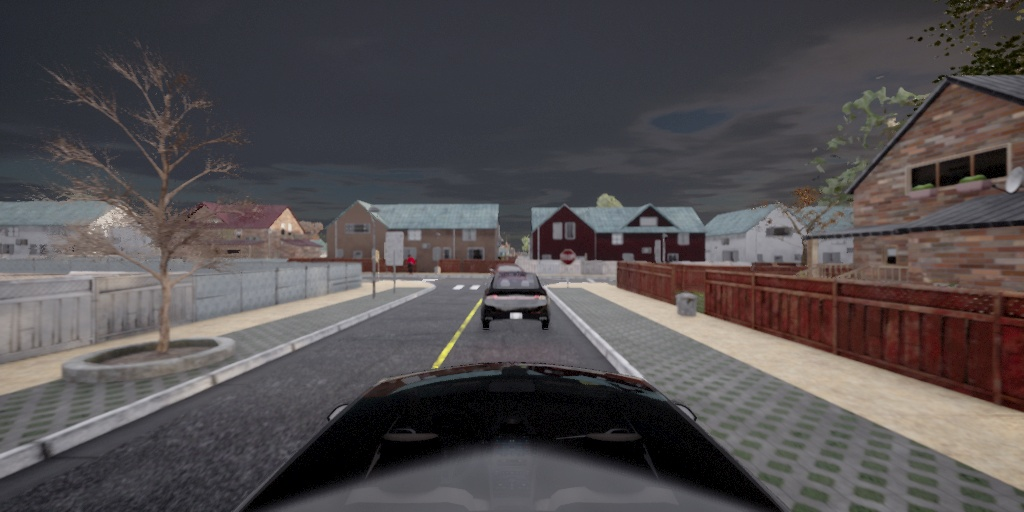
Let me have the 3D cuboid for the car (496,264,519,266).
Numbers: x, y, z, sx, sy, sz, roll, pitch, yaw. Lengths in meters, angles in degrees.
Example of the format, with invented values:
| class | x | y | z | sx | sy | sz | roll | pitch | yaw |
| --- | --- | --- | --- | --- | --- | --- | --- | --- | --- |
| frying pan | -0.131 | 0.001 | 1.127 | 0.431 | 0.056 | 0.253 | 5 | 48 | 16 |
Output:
| class | x | y | z | sx | sy | sz | roll | pitch | yaw |
| --- | --- | --- | --- | --- | --- | --- | --- | --- | --- |
| car | -0.320 | 1.200 | 21.997 | 1.882 | 1.535 | 5.008 | 0 | 0 | -6 |

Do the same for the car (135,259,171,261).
| class | x | y | z | sx | sy | sz | roll | pitch | yaw |
| --- | --- | --- | --- | --- | --- | --- | --- | --- | --- |
| car | -27.432 | 0.958 | 27.747 | 4.892 | 1.490 | 1.837 | 1 | 0 | 1 |

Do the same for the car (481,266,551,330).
| class | x | y | z | sx | sy | sz | roll | pitch | yaw |
| --- | --- | --- | --- | --- | --- | --- | --- | --- | --- |
| car | 0.100 | 1.230 | 11.108 | 2.128 | 1.511 | 4.902 | 0 | 0 | 0 |

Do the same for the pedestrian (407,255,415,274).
| class | x | y | z | sx | sy | sz | roll | pitch | yaw |
| --- | --- | --- | --- | --- | --- | --- | --- | --- | --- |
| pedestrian | -9.357 | 0.764 | 33.207 | 0.375 | 1.860 | 0.375 | 0 | 0 | 1 |
